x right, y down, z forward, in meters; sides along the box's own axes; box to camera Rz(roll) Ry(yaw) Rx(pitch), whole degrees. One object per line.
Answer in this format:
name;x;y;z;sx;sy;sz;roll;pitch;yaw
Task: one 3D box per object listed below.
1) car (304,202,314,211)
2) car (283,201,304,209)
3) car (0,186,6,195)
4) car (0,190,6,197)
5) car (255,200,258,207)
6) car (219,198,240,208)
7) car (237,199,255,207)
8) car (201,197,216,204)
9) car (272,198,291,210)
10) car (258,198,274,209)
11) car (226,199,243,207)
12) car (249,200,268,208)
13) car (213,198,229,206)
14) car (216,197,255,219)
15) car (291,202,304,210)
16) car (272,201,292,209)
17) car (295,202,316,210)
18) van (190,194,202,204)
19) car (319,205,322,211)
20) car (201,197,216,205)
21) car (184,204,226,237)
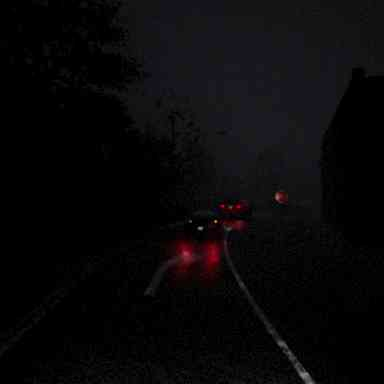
car;19.979;2.658;60.056;2.163;1.488;4.792;3;-1;-12
car;22.528;2.943;73.995;2.097;1.535;5.008;3;-1;-12
car;-36.218;-0.312;61.013;1.946;1.575;5.366;4;-1;-12
car;-28.125;0.029;49.561;2.097;1.535;5.008;4;-1;-12
car;9.096;1.861;57.804;2.185;1.767;4.553;4;-1;-12
car;6.368;1.834;57.221;2.163;1.488;4.792;4;-1;-12
car;11.711;2.387;71.889;1.946;1.575;5.366;3;-1;-12
car;3.663;1.651;56.586;2.163;1.488;4.792;4;-1;-12
car;14.544;2.076;58.960;2.435;2.045;5.566;3;-1;-12
car;11.809;2.161;58.343;2.097;1.535;5.008;3;-1;-12
car;9.015;2.253;71.156;2.163;1.488;4.792;4;-1;-12
car;14.441;2.543;72.470;1.946;1.575;5.366;3;-1;-12
car;6.177;2.080;70.525;2.002;1.452;4.674;4;-1;-12
car;4.394;1.543;32.663;2.150;2.045;5.566;0;-1;20
car;17.261;2.484;59.502;2.231;1.521;4.892;3;-1;-12
car;19.801;2.818;73.416;2.097;1.535;5.008;3;-1;-12
car;25.379;3.066;74.601;2.231;1.521;4.892;3;-1;-12
van;0.893;1.459;69.271;1.878;1.987;4.442;4;0;-12
car;25.440;2.760;61.217;2.185;1.767;4.553;3;-1;-12
car;3.459;1.898;69.947;2.002;1.452;4.674;4;-1;-12
car;0.735;1.613;18.374;1.812;1.442;4.674;0;-1;8
